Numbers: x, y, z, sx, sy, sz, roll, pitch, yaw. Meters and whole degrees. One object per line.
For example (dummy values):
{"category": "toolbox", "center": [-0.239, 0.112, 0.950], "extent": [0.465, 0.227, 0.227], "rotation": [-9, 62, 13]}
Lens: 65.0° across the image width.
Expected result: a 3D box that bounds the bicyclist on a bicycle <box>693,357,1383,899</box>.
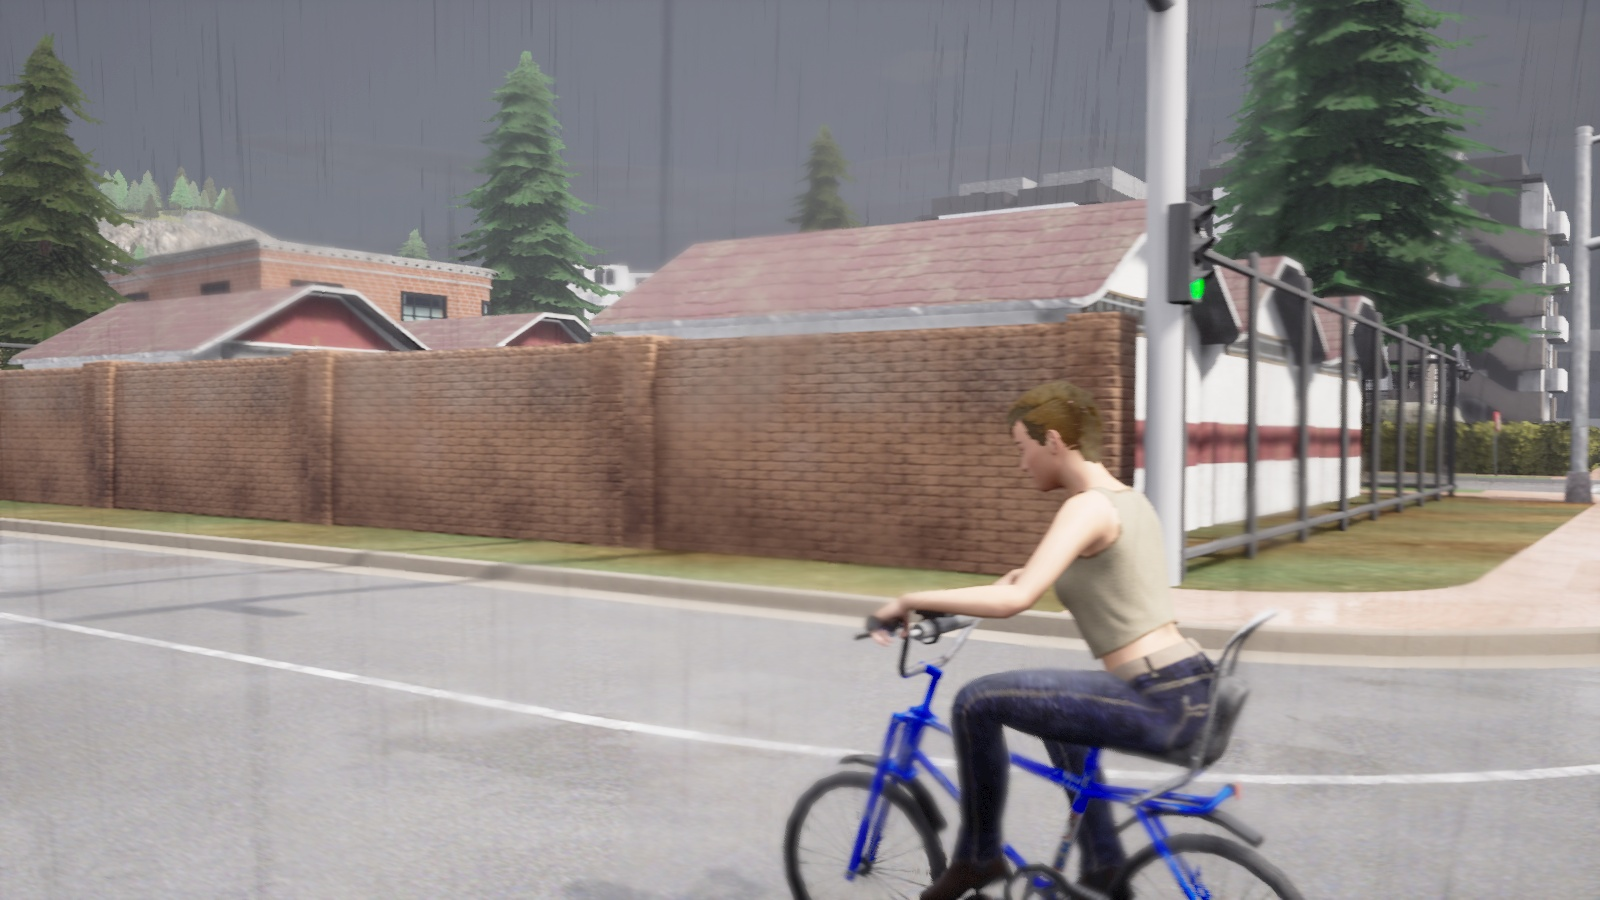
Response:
{"category": "bicyclist on a bicycle", "center": [0.597, 0.620, 3.221], "extent": [1.509, 1.612, 0.866], "rotation": [0, 1, 34]}
